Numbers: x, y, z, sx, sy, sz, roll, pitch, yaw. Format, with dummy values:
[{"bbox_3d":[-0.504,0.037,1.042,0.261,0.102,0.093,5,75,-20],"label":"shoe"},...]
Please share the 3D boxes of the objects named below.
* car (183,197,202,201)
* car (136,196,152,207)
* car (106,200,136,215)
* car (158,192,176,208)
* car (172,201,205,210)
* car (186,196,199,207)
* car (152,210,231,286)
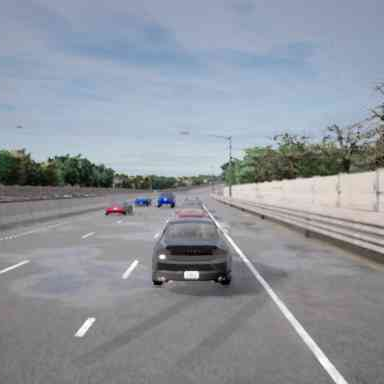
[{"bbox_3d":[-0.025,1.400,27.469,1.837,1.490,4.892,0,0,0],"label":"car"},{"bbox_3d":[-6.940,1.293,48.063,1.882,1.535,5.008,0,0,1],"label":"car"},{"bbox_3d":[-6.920,1.443,31.962,1.994,1.385,4.181,0,0,-1],"label":"car"},{"bbox_3d":[-3.442,1.048,45.779,2.150,2.045,5.566,0,0,0],"label":"car"},{"bbox_3d":[-0.018,1.455,18.613,1.812,1.442,4.674,0,0,0],"label":"car"},{"bbox_3d":[0.058,1.343,47.322,1.812,1.442,4.674,0,0,0],"label":"car"},{"bbox_3d":[-0.010,1.469,9.322,1.837,1.490,4.892,0,0,0],"label":"car"}]
